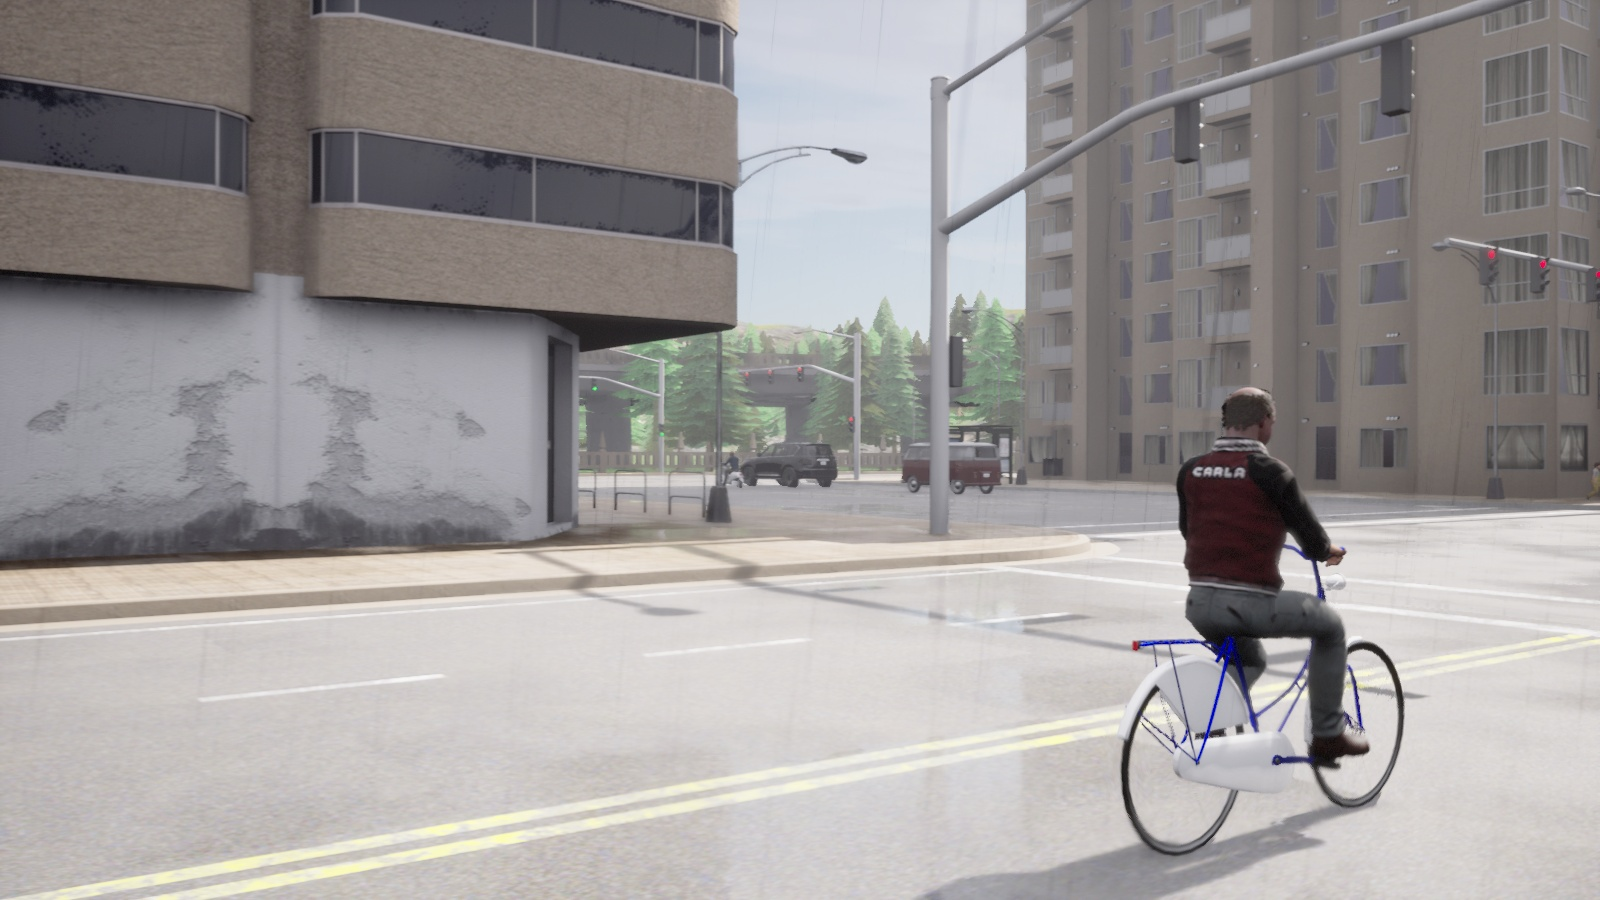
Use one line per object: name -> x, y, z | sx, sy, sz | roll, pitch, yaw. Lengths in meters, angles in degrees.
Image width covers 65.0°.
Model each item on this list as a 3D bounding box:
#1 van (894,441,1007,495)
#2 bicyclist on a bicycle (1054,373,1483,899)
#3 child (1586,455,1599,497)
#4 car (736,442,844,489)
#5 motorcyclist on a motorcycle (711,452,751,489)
van -> 5.755, 0.657, 48.520 | 1.775, 1.987, 4.442 | 0, 0, -35
bicyclist on a bicycle -> 1.902, 0.631, 4.984 | 1.843, 1.776, 0.659 | 0, 0, -35
child -> 24.450, 0.794, 38.595 | 0.270, 1.263, 0.437 | 0, 0, -33
car -> -0.539, 0.661, 57.367 | 2.150, 2.045, 5.566 | 0, 0, -35
motorcyclist on a motorcycle -> -3.017, 0.886, 54.813 | 0.866, 1.590, 1.817 | 0, 0, -35
